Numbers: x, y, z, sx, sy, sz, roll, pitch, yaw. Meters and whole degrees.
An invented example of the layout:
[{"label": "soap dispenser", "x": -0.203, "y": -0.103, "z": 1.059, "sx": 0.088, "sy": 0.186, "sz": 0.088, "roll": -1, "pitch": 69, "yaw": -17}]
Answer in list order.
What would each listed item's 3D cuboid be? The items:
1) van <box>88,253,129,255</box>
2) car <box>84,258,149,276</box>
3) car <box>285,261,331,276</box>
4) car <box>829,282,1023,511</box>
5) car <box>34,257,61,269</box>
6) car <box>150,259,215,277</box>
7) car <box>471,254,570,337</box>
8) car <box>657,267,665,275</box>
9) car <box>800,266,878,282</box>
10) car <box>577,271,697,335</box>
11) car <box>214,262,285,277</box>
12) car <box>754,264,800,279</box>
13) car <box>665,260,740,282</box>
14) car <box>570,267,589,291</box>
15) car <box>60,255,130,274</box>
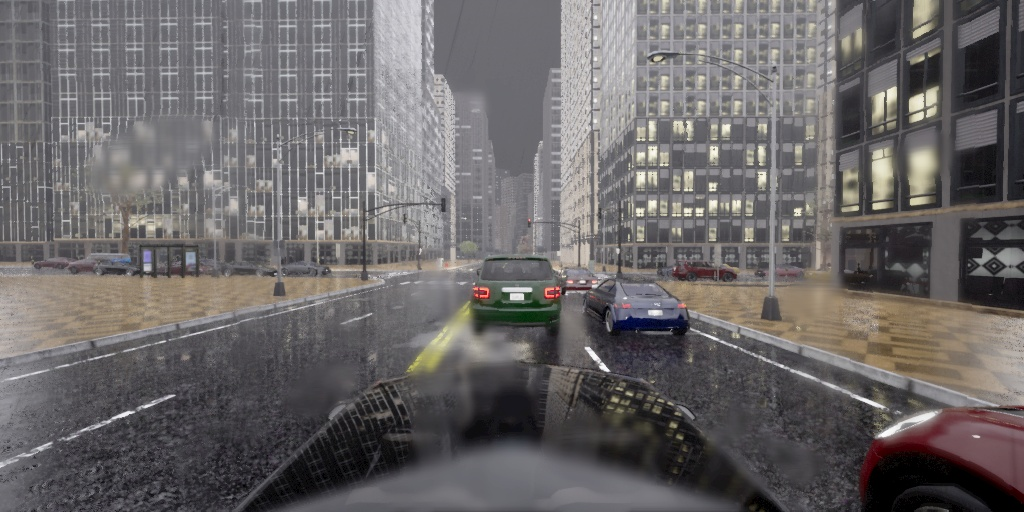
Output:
[{"label": "van", "x": -45.217, "y": 0.605, "z": 40.132, "sx": 3.998, "sy": 1.789, "sz": 1.690, "roll": 0, "pitch": 0, "yaw": 1}, {"label": "car", "x": -34.041, "y": 1.069, "z": 31.451, "sx": 4.313, "sy": 1.339, "sz": 1.948, "roll": 0, "pitch": 0, "yaw": 1}, {"label": "car", "x": -19.405, "y": 1.157, "z": 33.758, "sx": 4.181, "sy": 1.385, "sz": 1.994, "roll": 1, "pitch": 1, "yaw": 1}, {"label": "car", "x": 3.344, "y": 1.103, "z": 0.444, "sx": 2.097, "sy": 1.767, "sz": 4.553, "roll": 0, "pitch": 0, "yaw": 0}, {"label": "car", "x": -50.899, "y": 0.793, "z": 40.258, "sx": 4.207, "sy": 1.307, "sz": 1.802, "roll": 0, "pitch": 0, "yaw": 1}, {"label": "car", "x": -28.361, "y": 1.138, "z": 31.267, "sx": 4.207, "sy": 1.307, "sz": 1.802, "roll": 0, "pitch": 0, "yaw": 1}, {"label": "car", "x": 0.115, "y": 0.967, "z": 10.394, "sx": 2.150, "sy": 2.045, "sz": 5.566, "roll": 0, "pitch": 0, "yaw": 0}, {"label": "car", "x": 16.940, "y": 1.430, "z": 36.287, "sx": 4.181, "sy": 1.385, "sz": 1.994, "roll": 1, "pitch": 1, "yaw": 1}, {"label": "car", "x": 27.695, "y": 1.578, "z": 30.306, "sx": 4.829, "sy": 1.417, "sz": 1.751, "roll": 0, "pitch": 0, "yaw": 1}, {"label": "car", "x": 3.372, "y": 1.310, "z": 10.487, "sx": 1.994, "sy": 1.385, "sz": 4.181, "roll": 0, "pitch": 0, "yaw": -1}, {"label": "car", "x": -22.677, "y": 1.174, "z": 31.124, "sx": 4.313, "sy": 1.339, "sz": 1.948, "roll": 0, "pitch": 0, "yaw": 1}, {"label": "car", "x": 26.933, "y": 1.518, "z": 36.103, "sx": 4.181, "sy": 1.385, "sz": 1.994, "roll": 0, "pitch": 1, "yaw": 1}, {"label": "car", "x": 16.247, "y": 1.269, "z": 30.524, "sx": 5.009, "sy": 1.841, "sz": 2.192, "roll": 0, "pitch": 0, "yaw": 1}, {"label": "car", "x": 3.385, "y": 1.288, "z": 19.730, "sx": 2.033, "sy": 1.411, "sz": 5.357, "roll": 0, "pitch": 0, "yaw": 0}, {"label": "car", "x": -39.446, "y": 0.937, "z": 34.208, "sx": 4.674, "sy": 1.442, "sz": 1.812, "roll": 1, "pitch": 1, "yaw": 2}]
